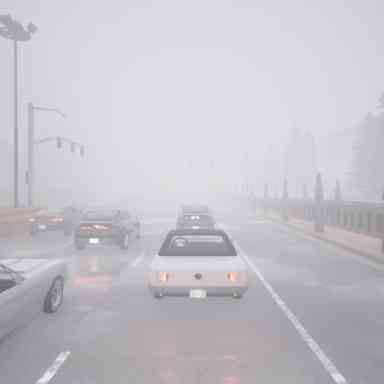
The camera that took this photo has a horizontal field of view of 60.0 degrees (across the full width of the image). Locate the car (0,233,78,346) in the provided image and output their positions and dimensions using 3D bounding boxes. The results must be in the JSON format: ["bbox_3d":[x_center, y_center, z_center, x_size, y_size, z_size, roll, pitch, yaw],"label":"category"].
[{"bbox_3d":[-3.386,1.576,4.586,1.895,1.301,4.718,0,0,0],"label":"car"}]

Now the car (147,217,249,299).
[{"bbox_3d":[0.129,1.549,8.276,1.895,1.301,4.718,0,0,0],"label":"car"}]

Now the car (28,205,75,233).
[{"bbox_3d":[-6.847,1.406,17.441,1.812,1.442,4.674,0,0,-1],"label":"car"}]

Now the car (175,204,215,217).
[{"bbox_3d":[0.182,1.385,17.536,1.837,1.490,4.892,0,0,0],"label":"car"}]

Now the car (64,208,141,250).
[{"bbox_3d":[-3.341,1.412,13.813,1.837,1.490,4.892,0,0,0],"label":"car"}]
